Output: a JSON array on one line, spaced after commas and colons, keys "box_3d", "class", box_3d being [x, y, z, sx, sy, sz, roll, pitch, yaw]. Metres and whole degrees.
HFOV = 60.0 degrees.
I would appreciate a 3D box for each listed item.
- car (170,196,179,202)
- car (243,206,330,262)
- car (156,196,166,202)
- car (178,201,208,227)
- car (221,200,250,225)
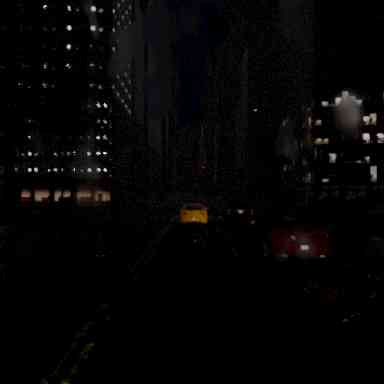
[{"box_3d": [-4.146, 1.607, 79.763, 1.882, 1.535, 5.008, 0, 0, -1], "class": "car"}, {"box_3d": [3.349, 1.507, 12.358, 1.882, 1.535, 5.008, 0, 0, 0], "class": "car"}, {"box_3d": [-7.396, 1.628, 79.707, 1.837, 1.490, 4.892, 0, 0, -1], "class": "car"}, {"box_3d": [0.096, 1.530, 23.440, 1.882, 1.535, 5.008, 0, 0, 0], "class": "car"}, {"box_3d": [3.345, 1.407, 24.953, 2.097, 1.767, 4.553, 0, 0, 0], "class": "car"}]
